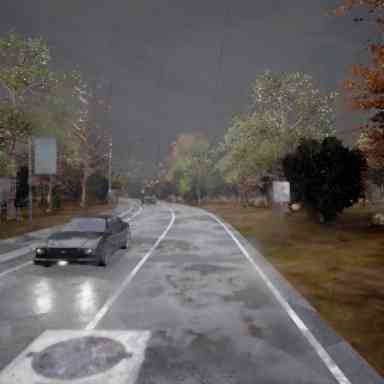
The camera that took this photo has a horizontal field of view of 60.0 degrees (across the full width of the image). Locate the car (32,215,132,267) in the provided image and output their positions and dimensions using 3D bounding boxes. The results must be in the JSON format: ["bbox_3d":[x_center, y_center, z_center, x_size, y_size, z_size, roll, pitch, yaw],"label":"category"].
[{"bbox_3d":[-3.416,1.512,11.544,2.033,1.411,5.357,0,0,1],"label":"car"}]

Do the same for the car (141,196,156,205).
[{"bbox_3d":[-6.987,1.349,53.190,1.994,1.385,4.181,1,0,-13],"label":"car"}]
